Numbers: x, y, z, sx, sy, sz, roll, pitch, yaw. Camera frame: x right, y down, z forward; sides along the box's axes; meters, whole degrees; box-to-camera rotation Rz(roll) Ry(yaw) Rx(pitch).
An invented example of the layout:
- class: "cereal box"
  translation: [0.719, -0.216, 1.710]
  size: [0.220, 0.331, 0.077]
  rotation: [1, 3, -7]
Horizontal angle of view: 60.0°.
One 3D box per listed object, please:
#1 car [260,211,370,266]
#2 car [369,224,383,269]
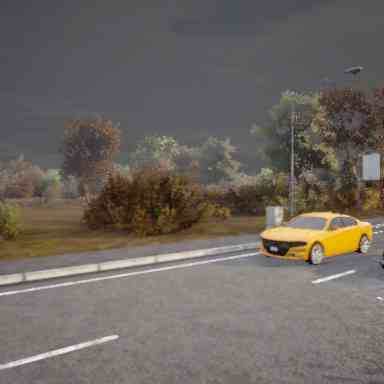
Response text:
- class: "car"
  translation: [4.501, 1.486, 11.809]
  size: [5.008, 1.535, 1.882]
  rotation: [0, 0, -38]
- class: "car"
  translation: [7.520, 1.554, 9.684]
  size: [5.357, 1.411, 2.033]
  rotation: [0, 0, -38]
